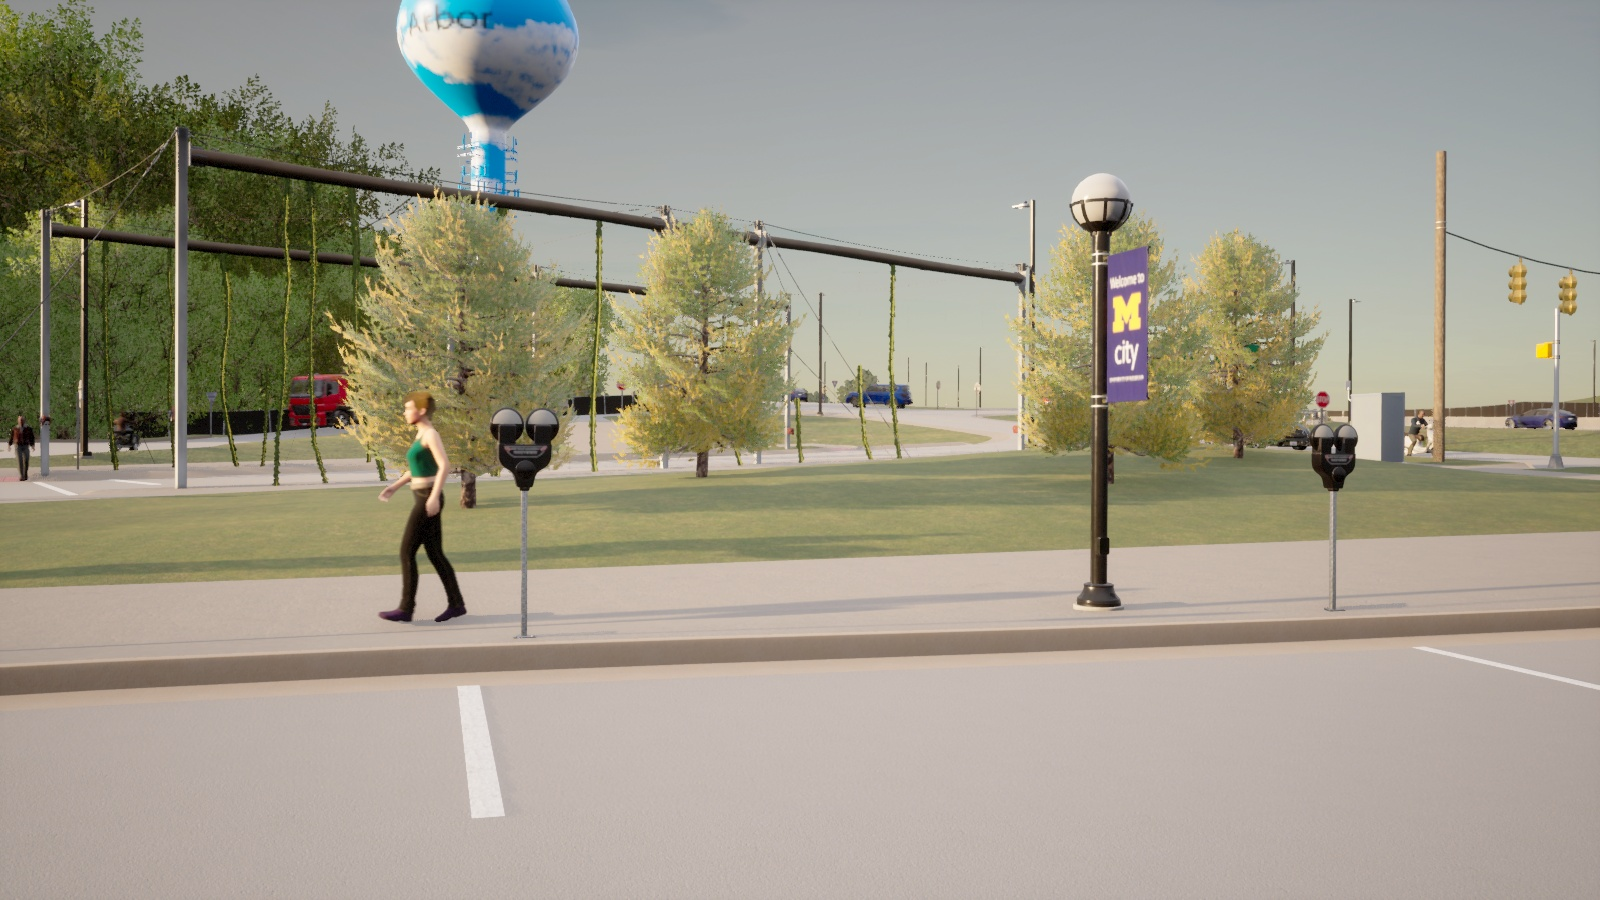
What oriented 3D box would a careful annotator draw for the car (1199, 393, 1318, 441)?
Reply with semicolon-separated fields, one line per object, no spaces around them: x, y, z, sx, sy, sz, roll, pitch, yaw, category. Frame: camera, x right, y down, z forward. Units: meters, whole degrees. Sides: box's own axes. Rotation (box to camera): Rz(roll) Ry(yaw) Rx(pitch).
17.805;-1.287;49.000;2.097;1.767;4.553;-1;2;-15;car

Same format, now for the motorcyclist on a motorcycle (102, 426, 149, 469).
-27.047;-0.136;50.367;0.766;1.649;2.350;-2;1;-6;motorcyclist on a motorcycle

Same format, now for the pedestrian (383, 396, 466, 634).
-2.972;0.498;9.941;0.594;1.836;0.345;-1;0;-18;pedestrian

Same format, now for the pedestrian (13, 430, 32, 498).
-21.209;0.378;34.257;0.376;1.854;0.720;-1;0;-30;pedestrian

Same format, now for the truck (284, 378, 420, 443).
-28.013;-2.566;78.952;2.891;3.462;7.936;-1;6;27;truck

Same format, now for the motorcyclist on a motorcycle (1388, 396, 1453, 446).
20.240;-0.942;40.988;0.866;1.590;1.817;-1;2;-19;motorcyclist on a motorcycle
